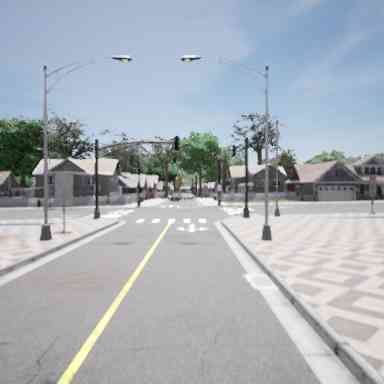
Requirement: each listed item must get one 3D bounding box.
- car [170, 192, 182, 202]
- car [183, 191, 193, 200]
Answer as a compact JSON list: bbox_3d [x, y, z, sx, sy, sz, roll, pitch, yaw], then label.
[{"bbox_3d":[-3.433,1.273,66.685,1.895,1.301,4.718,0,0,-1],"label":"car"},{"bbox_3d":[-0.921,0.834,82.201,2.150,2.045,5.566,0,0,-1],"label":"car"}]
